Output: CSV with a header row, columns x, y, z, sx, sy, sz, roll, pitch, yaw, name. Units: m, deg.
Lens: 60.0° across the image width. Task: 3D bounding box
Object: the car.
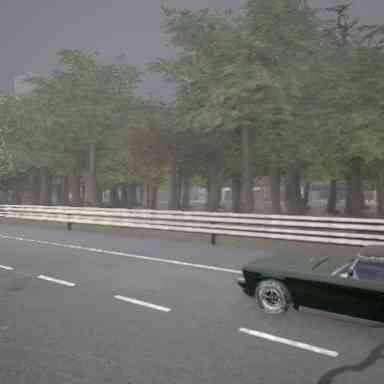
x,y,z,sx,sy,sz,roll,pitch,yaw,name
3.214,1.603,5.877,4.718,1.301,1.895,0,0,36,car
